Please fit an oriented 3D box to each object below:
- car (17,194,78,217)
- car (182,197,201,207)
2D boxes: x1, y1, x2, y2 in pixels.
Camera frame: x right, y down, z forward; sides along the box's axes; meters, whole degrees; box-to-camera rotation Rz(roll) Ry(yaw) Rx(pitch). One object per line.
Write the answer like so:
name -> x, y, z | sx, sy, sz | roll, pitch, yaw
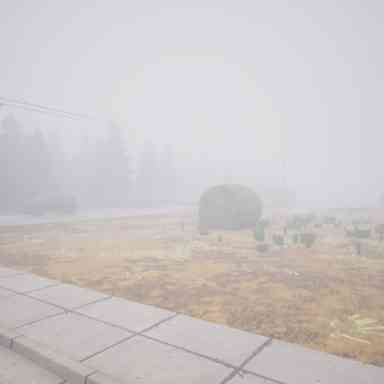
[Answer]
car -> -13.766, 1.247, 32.100 | 2.150, 2.045, 5.566 | 0, 0, 36
car -> 0.414, 1.551, 51.221 | 1.812, 1.442, 4.674 | 0, 0, 37
